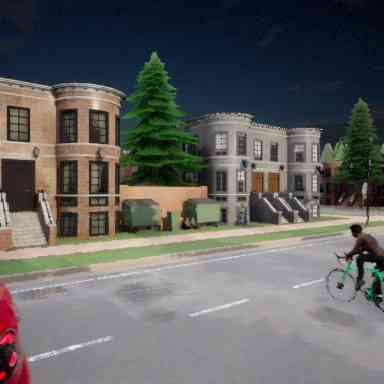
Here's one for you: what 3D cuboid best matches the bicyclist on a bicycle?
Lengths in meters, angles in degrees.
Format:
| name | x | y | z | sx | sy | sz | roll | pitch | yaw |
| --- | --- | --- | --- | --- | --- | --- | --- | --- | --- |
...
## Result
| name | x | y | z | sx | sy | sz | roll | pitch | yaw |
| --- | --- | --- | --- | --- | --- | --- | --- | --- | --- |
| bicyclist on a bicycle | 3.326 | 1.453 | 6.410 | 0.582 | 1.620 | 1.656 | 0 | -1 | -36 |

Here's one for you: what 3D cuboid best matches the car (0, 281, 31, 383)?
| name | x | y | z | sx | sy | sz | roll | pitch | yaw |
| --- | --- | --- | --- | --- | --- | --- | --- | --- | --- |
| car | -3.705 | 1.222 | 1.281 | 5.566 | 2.045 | 2.150 | 0 | 0 | -36 |
